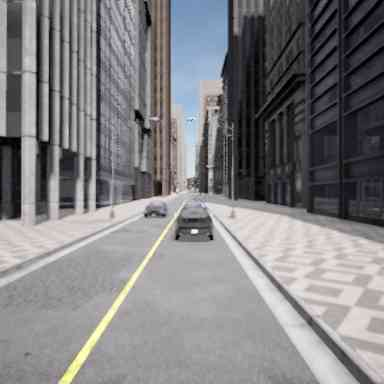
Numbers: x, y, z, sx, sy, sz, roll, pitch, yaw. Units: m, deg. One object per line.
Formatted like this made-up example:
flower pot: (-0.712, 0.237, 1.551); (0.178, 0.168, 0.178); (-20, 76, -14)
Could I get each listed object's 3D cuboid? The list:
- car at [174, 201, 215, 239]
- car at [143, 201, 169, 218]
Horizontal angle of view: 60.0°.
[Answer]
car: (0.110, 1.473, 17.143); (1.837, 1.490, 4.892); (0, 1, 0)
car: (-3.079, 1.471, 29.455); (2.033, 1.411, 5.357); (0, 0, 0)
